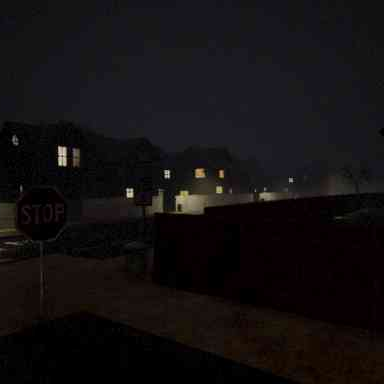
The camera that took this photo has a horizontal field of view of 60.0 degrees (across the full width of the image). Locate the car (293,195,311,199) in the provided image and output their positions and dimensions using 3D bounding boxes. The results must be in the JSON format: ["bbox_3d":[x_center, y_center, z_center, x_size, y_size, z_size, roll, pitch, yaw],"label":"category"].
[{"bbox_3d":[15.291,1.053,45.869,2.033,1.411,5.357,-1,0,35],"label":"car"}]
